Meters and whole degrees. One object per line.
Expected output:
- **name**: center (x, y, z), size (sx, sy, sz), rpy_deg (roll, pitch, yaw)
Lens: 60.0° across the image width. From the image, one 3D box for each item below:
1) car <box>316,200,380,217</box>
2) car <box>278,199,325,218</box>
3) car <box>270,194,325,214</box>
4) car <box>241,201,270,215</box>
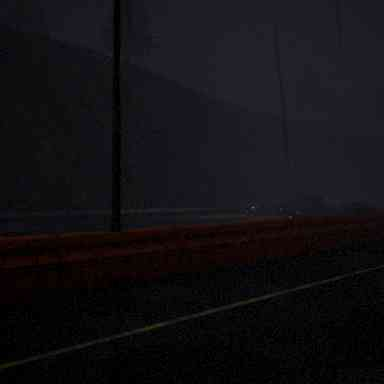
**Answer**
- **car**: center (11.868, 1.528, 24.646), size (4.902, 1.511, 2.128), rpy_deg (0, 0, -31)
- **car**: center (10.002, 1.584, 27.653), size (5.357, 1.411, 2.033), rpy_deg (0, 0, -31)
- **car**: center (10.600, 1.263, 32.046), size (5.566, 2.045, 2.150), rpy_deg (0, 0, -30)
- **car**: center (7.399, 1.640, 34.228), size (4.718, 1.301, 1.895), rpy_deg (0, 0, -30)
